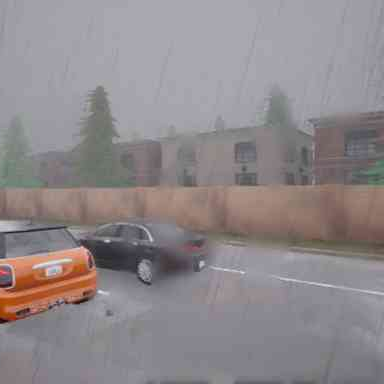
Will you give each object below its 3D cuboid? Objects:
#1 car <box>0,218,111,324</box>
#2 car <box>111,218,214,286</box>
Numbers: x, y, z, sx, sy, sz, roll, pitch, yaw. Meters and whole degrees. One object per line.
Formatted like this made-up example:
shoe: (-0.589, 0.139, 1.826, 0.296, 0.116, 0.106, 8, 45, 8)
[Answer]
car: (-4.090, 1.368, 6.915, 4.553, 1.767, 2.097, 0, 0, 36)
car: (-1.697, 1.520, 9.510, 4.892, 1.490, 1.837, 0, 0, 36)
